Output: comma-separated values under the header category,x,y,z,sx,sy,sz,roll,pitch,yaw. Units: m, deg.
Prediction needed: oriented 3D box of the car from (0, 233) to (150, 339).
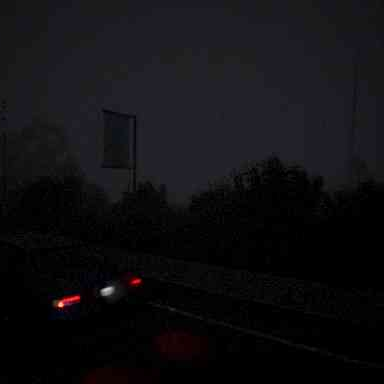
category,x,y,z,sx,sy,sz,roll,pitch,yaw
car,-3.227,1.562,6.646,5.357,1.411,2.033,0,0,39
